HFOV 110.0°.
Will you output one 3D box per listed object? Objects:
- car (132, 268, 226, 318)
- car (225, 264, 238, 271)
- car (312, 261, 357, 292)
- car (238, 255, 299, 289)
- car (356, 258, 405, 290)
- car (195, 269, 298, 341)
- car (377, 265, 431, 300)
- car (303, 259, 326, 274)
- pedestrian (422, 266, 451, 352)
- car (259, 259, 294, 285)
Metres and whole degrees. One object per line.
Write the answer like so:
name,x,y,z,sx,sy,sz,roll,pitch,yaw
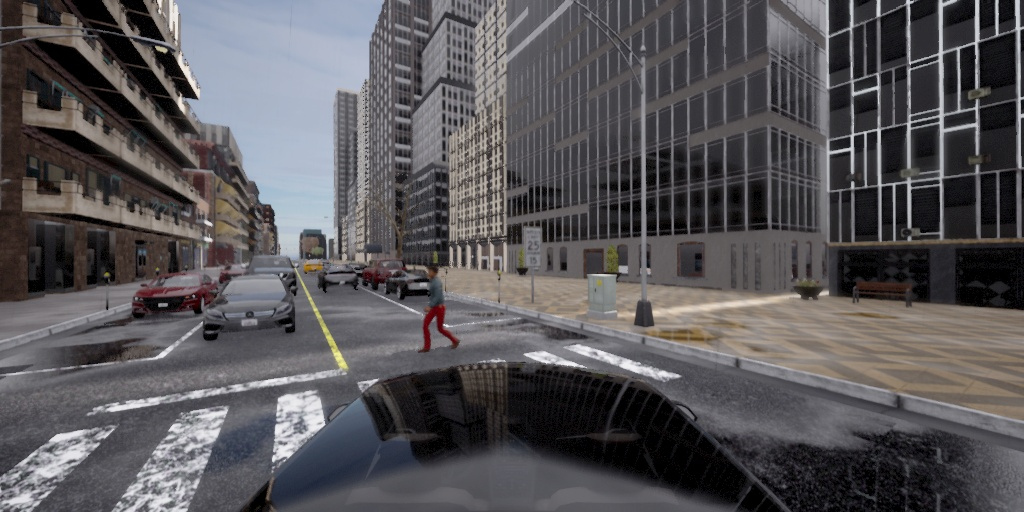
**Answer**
car,-12.124,1.294,13.145,1.888,1.381,4.507,0,0,-32
car,-20.870,1.298,27.216,1.888,1.381,4.507,0,0,-32
car,-10.530,1.239,21.548,2.128,1.511,4.902,0,0,-32
car,-12.496,0.970,18.635,2.150,2.045,5.566,0,0,-32
car,-7.921,1.061,22.258,2.192,1.841,5.009,0,0,-32
car,-7.255,1.274,10.214,1.812,1.442,4.674,0,0,-32
car,-5.005,1.311,17.567,1.948,1.339,4.313,0,0,-32
car,-23.635,1.235,42.597,1.882,1.535,5.008,0,0,-32
pedestrian,-1.569,1.041,7.435,0.375,1.860,0.375,0,0,-32
car,-17.927,1.104,27.368,2.097,1.767,4.553,0,0,-33
